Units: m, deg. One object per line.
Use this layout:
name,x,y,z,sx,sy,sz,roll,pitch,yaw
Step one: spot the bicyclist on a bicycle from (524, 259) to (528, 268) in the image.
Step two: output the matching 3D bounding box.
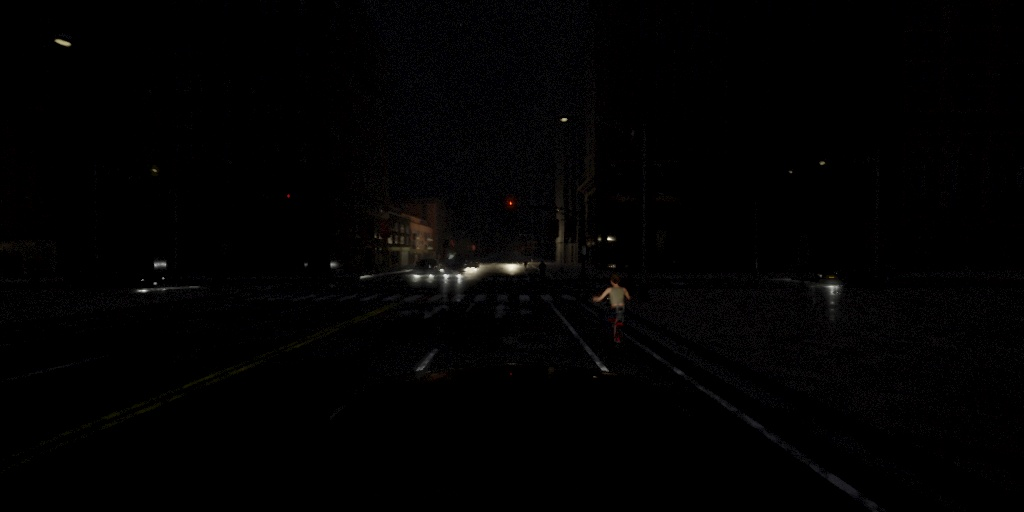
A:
bicyclist on a bicycle,2.220,1.226,57.875,0.866,1.612,1.509,0,0,0

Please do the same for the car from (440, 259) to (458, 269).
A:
car,-9.813,1.266,56.402,1.882,1.535,5.008,0,0,0

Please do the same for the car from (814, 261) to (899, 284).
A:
car,24.112,1.126,25.194,4.892,1.490,1.837,0,1,0

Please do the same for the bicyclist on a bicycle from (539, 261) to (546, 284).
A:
bicyclist on a bicycle,2.232,1.179,26.023,0.582,1.620,1.656,-1,-2,0

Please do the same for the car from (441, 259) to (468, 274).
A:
car,-6.586,1.303,41.669,1.812,1.442,4.674,0,0,0

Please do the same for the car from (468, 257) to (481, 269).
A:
car,-6.549,1.296,58.882,1.837,1.490,4.892,0,0,1

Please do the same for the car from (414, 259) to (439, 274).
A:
car,-9.835,1.129,41.420,2.097,1.767,4.553,0,0,0

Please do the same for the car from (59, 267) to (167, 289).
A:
car,-25.695,1.406,23.167,5.357,1.411,2.033,0,1,0

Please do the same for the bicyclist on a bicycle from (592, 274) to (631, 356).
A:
bicyclist on a bicycle,2.182,1.187,7.675,0.866,1.612,1.509,0,0,1
